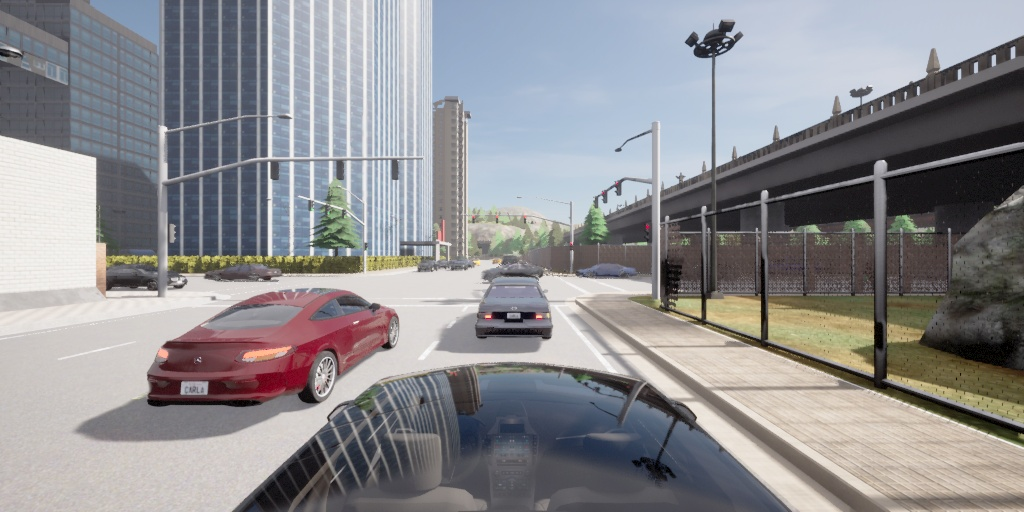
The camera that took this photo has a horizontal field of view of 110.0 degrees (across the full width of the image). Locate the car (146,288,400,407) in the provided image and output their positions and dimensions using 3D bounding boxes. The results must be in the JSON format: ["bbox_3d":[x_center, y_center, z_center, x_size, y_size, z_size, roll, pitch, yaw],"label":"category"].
[{"bbox_3d":[-3.450,1.276,6.211,1.812,1.442,4.674,0,0,0],"label":"car"}]

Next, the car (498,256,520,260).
[{"bbox_3d":[-0.186,0.972,47.584,2.150,2.045,5.566,0,0,3],"label":"car"}]

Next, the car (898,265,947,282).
[{"bbox_3d":[34.699,1.406,29.247,4.718,1.301,1.895,0,0,0],"label":"car"}]

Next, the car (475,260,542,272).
[{"bbox_3d":[0.033,1.265,27.147,4.902,1.511,2.128,0,0,-26],"label":"car"}]

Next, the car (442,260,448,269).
[{"bbox_3d":[-10.693,1.276,55.011,1.812,1.442,4.674,0,0,0],"label":"car"}]

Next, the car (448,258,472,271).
[{"bbox_3d":[-7.180,1.314,49.545,1.994,1.385,4.181,0,0,0],"label":"car"}]

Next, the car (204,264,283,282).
[{"bbox_3d":[-21.656,1.353,29.024,5.357,1.411,2.033,0,0,0],"label":"car"}]

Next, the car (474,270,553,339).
[{"bbox_3d":[0.079,1.297,10.031,2.033,1.411,5.357,0,0,1],"label":"car"}]

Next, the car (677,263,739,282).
[{"bbox_3d":[15.769,1.311,29.181,4.892,1.490,1.837,0,0,0],"label":"car"}]

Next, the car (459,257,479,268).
[{"bbox_3d":[-7.186,1.297,58.783,2.033,1.411,5.357,0,0,0],"label":"car"}]

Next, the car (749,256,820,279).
[{"bbox_3d":[24.763,1.028,32.718,5.566,2.045,2.150,0,0,0],"label":"car"}]

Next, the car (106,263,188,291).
[{"bbox_3d":[-22.584,1.331,21.840,4.674,1.442,1.812,0,0,0],"label":"car"}]

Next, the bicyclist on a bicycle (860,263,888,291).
[{"bbox_3d":[18.266,1.106,18.208,0.582,1.620,1.656,0,0,0],"label":"bicyclist on a bicycle"}]

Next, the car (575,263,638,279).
[{"bbox_3d":[8.547,1.353,32.651,5.357,1.411,2.033,0,0,0],"label":"car"}]

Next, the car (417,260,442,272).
[{"bbox_3d":[-10.680,1.255,45.772,1.837,1.490,4.892,0,0,0],"label":"car"}]
